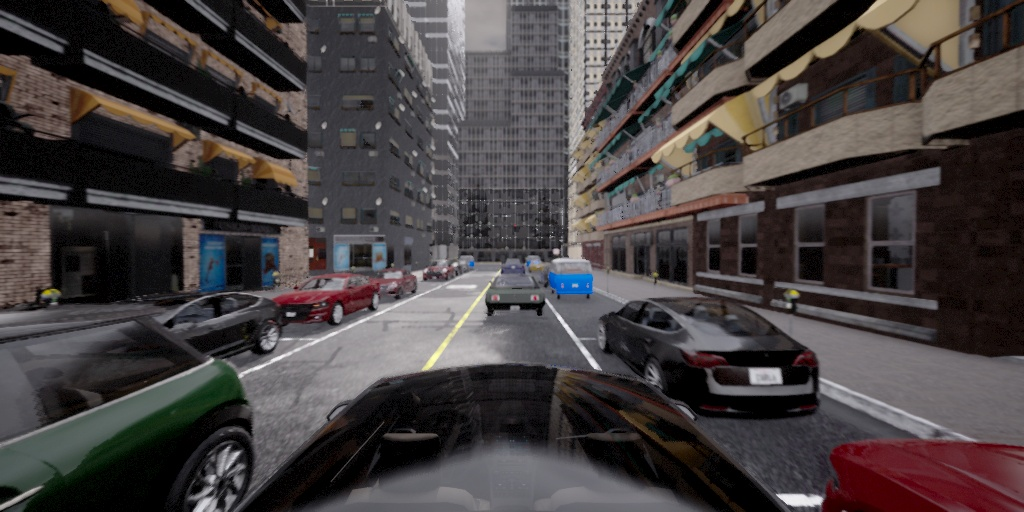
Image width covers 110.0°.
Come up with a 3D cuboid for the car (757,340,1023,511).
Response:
[{"bbox_3d":[2.688,1.302,0.269,1.888,1.381,4.507,0,0,0],"label":"car"}]

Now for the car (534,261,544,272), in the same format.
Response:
[{"bbox_3d":[2.694,1.201,22.677,2.007,1.370,4.403,0,0,0],"label":"car"}]

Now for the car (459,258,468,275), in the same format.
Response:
[{"bbox_3d":[-5.684,1.164,33.910,1.948,1.339,4.313,0,0,0],"label":"car"}]

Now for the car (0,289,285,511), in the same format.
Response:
[{"bbox_3d":[-3.101,1.106,0.929,2.097,1.767,4.553,0,0,0],"label":"car"}]

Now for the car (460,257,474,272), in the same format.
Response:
[{"bbox_3d":[-5.682,1.123,39.513,2.007,1.370,4.403,0,0,0],"label":"car"}]

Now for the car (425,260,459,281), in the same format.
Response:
[{"bbox_3d":[-5.685,1.064,28.309,1.967,1.591,4.097,0,0,0],"label":"car"}]

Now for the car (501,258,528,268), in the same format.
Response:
[{"bbox_3d":[0.108,0.956,32.339,2.097,1.767,4.553,0,0,0],"label":"car"}]

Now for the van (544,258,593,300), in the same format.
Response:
[{"bbox_3d":[2.692,1.017,17.074,1.690,1.789,3.998,0,0,0],"label":"van"}]

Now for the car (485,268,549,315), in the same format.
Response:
[{"bbox_3d":[0.100,1.296,13.165,1.895,1.301,4.718,0,0,0],"label":"car"}]

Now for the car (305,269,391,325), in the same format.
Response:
[{"bbox_3d":[-5.690,1.249,11.504,1.888,1.381,4.507,0,0,0],"label":"car"}]

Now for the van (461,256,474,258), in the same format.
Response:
[{"bbox_3d":[-5.681,0.887,45.115,1.690,1.789,3.998,0,0,0],"label":"van"}]

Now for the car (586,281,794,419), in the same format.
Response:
[{"bbox_3d":[2.690,1.296,5.870,1.948,1.339,4.313,0,0,0],"label":"car"}]

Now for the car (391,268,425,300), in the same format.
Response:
[{"bbox_3d":[-5.688,1.259,17.105,1.802,1.307,4.207,0,0,0],"label":"car"}]

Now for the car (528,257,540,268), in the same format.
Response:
[{"bbox_3d":[2.699,1.097,39.652,1.751,1.417,4.829,0,0,0],"label":"car"}]

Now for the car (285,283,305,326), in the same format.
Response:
[{"bbox_3d":[-5.691,1.296,5.901,1.948,1.339,4.313,0,0,0],"label":"car"}]
